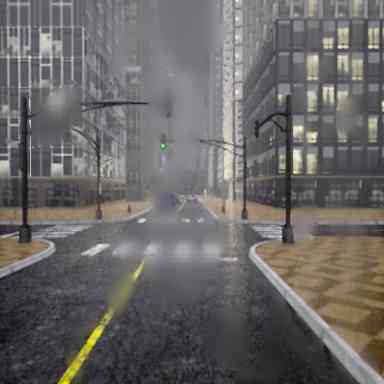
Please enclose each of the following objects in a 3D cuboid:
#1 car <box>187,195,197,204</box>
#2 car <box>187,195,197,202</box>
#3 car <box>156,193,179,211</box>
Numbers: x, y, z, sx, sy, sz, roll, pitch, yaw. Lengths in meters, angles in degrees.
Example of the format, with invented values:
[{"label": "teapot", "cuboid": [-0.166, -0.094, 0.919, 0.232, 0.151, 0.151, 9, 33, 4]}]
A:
[{"label": "car", "cuboid": [-0.028, 1.388, 62.834, 2.128, 1.511, 4.902, 0, 0, 0]}, {"label": "car", "cuboid": [-0.032, 1.413, 73.251, 2.033, 1.411, 5.357, 0, 0, 0]}, {"label": "car", "cuboid": [-3.108, 1.144, 40.529, 2.150, 2.045, 5.566, 0, 0, 0]}]
